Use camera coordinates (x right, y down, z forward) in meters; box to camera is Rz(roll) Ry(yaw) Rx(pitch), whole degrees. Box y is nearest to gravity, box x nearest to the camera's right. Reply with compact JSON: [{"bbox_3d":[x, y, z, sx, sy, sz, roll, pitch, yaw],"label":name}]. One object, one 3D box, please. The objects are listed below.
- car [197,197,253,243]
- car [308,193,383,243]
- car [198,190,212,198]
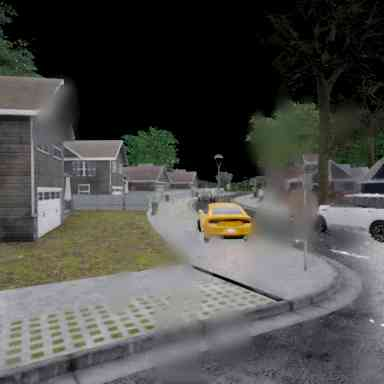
[{"bbox_3d":[1.368,1.222,14.837,1.882,1.535,5.008,0,1,-2],"label":"car"},{"bbox_3d":[8.095,1.069,15.645,2.150,2.045,5.566,-1,1,-26],"label":"car"},{"bbox_3d":[2.202,0.540,54.877,2.097,1.767,4.553,-1,1,6],"label":"car"}]
